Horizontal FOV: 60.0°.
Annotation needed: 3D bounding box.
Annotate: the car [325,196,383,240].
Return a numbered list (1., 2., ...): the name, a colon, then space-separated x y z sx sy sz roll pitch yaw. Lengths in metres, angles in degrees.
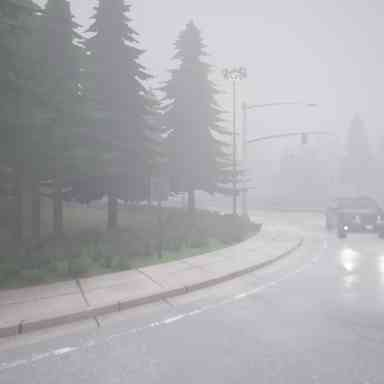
1. car: 8.484 1.229 17.458 2.150 2.045 5.566 0 0 13
